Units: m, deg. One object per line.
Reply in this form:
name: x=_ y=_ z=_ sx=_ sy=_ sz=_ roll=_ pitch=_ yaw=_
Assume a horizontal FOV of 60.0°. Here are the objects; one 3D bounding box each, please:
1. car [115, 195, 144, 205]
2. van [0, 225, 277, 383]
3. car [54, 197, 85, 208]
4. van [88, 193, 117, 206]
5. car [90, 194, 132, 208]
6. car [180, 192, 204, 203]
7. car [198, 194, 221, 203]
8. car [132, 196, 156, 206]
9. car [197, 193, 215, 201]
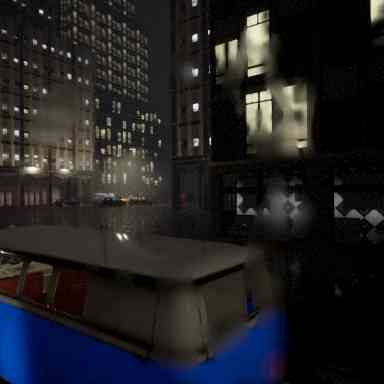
car: x=-10.327 y=1.278 z=54.939 sx=1.752 sy=1.417 sz=4.829 roll=0 pitch=0 yaw=36
van: x=-1.082 y=1.342 z=3.663 sx=3.998 sy=1.788 sz=1.690 roll=0 pitch=-1 yaw=36
car: x=-16.891 y=1.403 z=45.975 sx=1.947 sy=1.339 sz=4.313 roll=0 pitch=0 yaw=36
van: x=-13.560 y=1.135 z=50.525 sx=1.690 sy=1.788 sz=3.998 roll=0 pitch=0 yaw=36
car: x=-10.107 y=1.267 z=41.058 sx=1.887 sy=1.381 sz=4.507 roll=0 pitch=0 yaw=36
car: x=-0.115 y=0.909 z=54.702 sx=2.192 sy=1.841 sz=5.009 roll=0 pitch=0 yaw=36
car: x=3.218 y=1.101 z=59.252 sx=2.008 sy=1.369 sz=4.403 roll=0 pitch=0 yaw=36
car: x=-6.776 y=1.230 z=45.606 sx=2.008 sy=1.369 sz=4.403 roll=0 pitch=0 yaw=36
car: x=3.104 y=1.016 z=73.278 sx=1.967 sy=1.590 sz=4.097 roll=0 pitch=0 yaw=36
